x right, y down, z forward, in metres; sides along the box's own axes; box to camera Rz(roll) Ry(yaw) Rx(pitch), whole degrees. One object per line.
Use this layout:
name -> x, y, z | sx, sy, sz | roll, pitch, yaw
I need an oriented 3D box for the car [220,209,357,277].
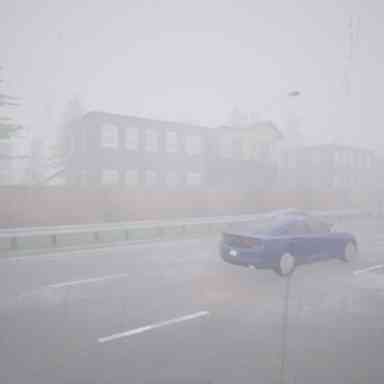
car -> 3.147, 1.478, 10.360 | 5.008, 1.535, 1.882 | 0, 0, -35
